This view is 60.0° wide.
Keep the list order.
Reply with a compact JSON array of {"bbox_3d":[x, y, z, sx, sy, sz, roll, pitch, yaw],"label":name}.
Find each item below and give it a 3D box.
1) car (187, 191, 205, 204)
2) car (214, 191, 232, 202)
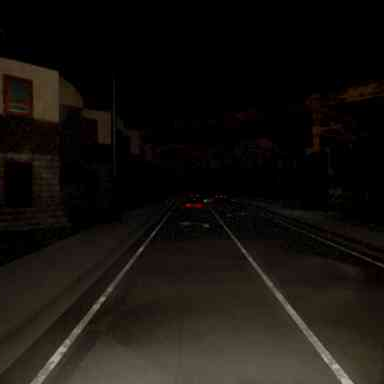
[{"bbox_3d":[0.441,0.596,39.800,2.128,1.511,4.902,0,1,4],"label":"car"},{"bbox_3d":[4.135,0.550,44.317,2.033,1.411,5.357,0,1,11],"label":"car"}]
